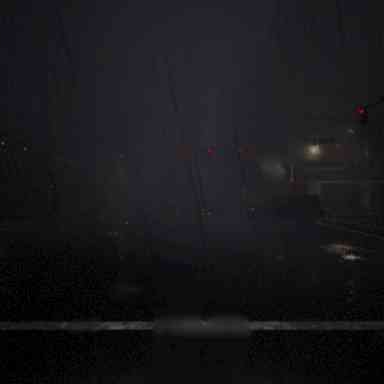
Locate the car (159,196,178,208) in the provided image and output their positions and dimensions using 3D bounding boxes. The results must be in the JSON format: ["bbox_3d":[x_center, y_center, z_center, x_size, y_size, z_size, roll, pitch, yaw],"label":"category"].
[{"bbox_3d":[-3.585,1.366,48.043,2.097,1.767,4.553,0,0,0],"label":"car"}]

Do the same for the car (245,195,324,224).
[{"bbox_3d":[6.737,1.236,24.397,5.566,2.045,2.150,0,0,-1],"label":"car"}]
